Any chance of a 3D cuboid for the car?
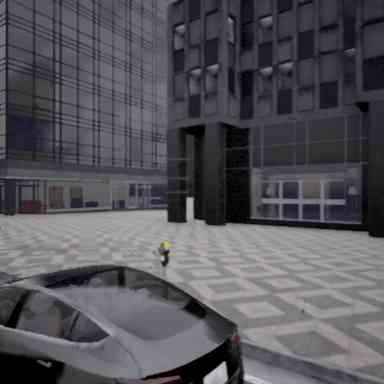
[{"bbox_3d":[-1.498,1.552,3.919,4.313,1.339,1.947,0,0,35],"label":"car"}]
